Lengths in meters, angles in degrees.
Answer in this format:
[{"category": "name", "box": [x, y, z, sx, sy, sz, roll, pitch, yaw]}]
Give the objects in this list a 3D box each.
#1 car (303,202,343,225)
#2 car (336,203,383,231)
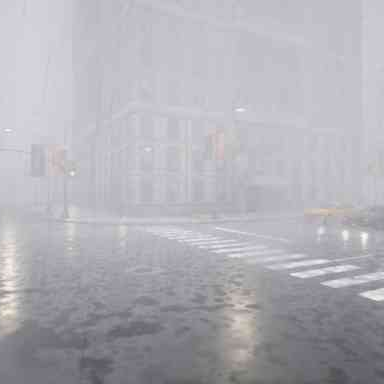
[{"category": "car", "box": [10.234, 1.477, 24.010, 5.008, 1.535, 1.882, 0, 0, -29]}, {"category": "car", "box": [11.899, 1.547, 20.935, 5.357, 1.411, 2.033, 0, 0, -29]}]
